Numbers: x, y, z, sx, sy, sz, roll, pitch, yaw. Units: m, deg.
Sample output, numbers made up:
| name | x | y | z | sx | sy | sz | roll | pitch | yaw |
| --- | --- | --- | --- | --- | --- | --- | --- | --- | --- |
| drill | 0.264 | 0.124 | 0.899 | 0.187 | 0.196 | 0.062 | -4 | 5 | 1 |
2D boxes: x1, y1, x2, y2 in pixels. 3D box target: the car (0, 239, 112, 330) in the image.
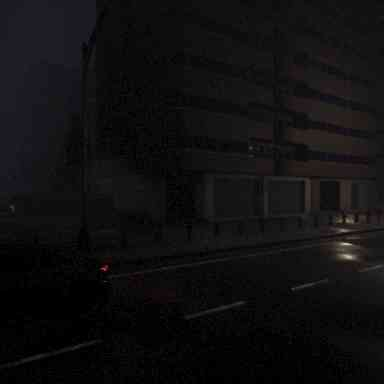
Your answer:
| name | x | y | z | sx | sy | sz | roll | pitch | yaw |
| --- | --- | --- | --- | --- | --- | --- | --- | --- | --- |
| car | -3.563 | 1.563 | 5.740 | 4.181 | 1.385 | 1.994 | 0 | 0 | -35 |
